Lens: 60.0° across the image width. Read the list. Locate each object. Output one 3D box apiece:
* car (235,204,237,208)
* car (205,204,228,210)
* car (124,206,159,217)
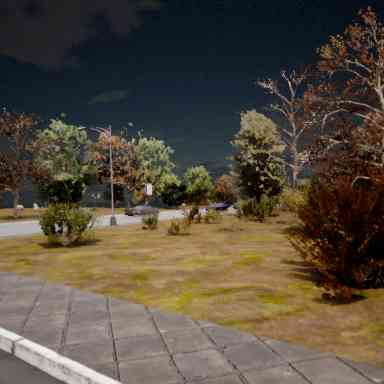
[{"bbox_3d":[9.380,2.582,62.524,1.895,1.301,4.718,-3,-2,33],"label":"car"},{"bbox_3d":[3.824,2.279,47.141,1.895,1.301,4.718,-3,-2,32],"label":"car"},{"bbox_3d":[-6.552,2.504,44.089,2.033,1.411,5.357,-3,-2,32],"label":"car"}]
